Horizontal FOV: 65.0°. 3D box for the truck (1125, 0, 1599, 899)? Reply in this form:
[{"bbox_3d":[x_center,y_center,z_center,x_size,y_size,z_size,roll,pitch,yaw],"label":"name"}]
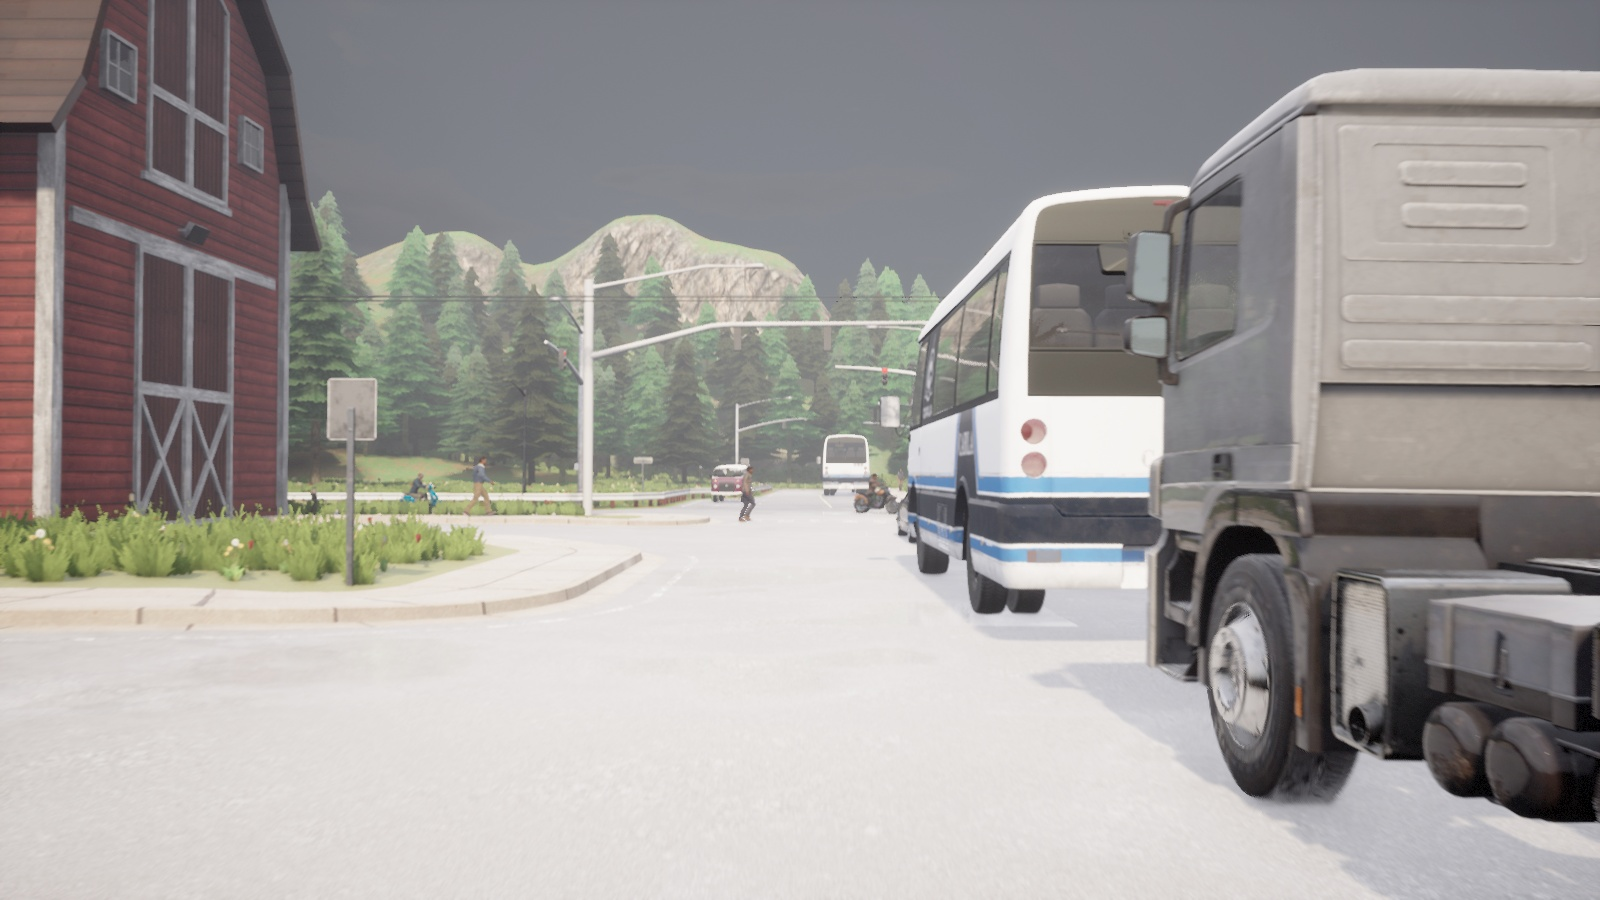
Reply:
[{"bbox_3d":[3.475,-0.128,3.781,2.891,3.462,7.936,0,-1,0],"label":"truck"}]

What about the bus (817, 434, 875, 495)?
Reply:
[{"bbox_3d":[3.284,1.099,91.797,3.944,4.253,10.273,0,-1,1],"label":"bus"}]

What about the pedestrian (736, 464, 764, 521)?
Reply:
[{"bbox_3d":[-1.612,1.362,40.223,0.869,1.805,0.328,0,-1,-6],"label":"pedestrian"}]

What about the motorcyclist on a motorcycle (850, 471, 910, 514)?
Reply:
[{"bbox_3d":[3.134,1.667,49.414,2.350,1.649,0.766,-1,-2,42],"label":"motorcyclist on a motorcycle"}]

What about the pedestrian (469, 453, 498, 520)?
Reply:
[{"bbox_3d":[-9.296,1.075,36.850,0.788,1.949,0.423,0,-1,-18],"label":"pedestrian"}]

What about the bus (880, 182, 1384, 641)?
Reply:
[{"bbox_3d":[3.413,-0.269,16.813,3.944,4.253,10.273,0,-1,0],"label":"bus"}]

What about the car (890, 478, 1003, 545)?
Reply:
[{"bbox_3d":[3.365,1.391,29.876,2.033,1.411,5.357,0,-1,0],"label":"car"}]

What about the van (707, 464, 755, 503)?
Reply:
[{"bbox_3d":[-3.737,1.818,68.971,2.069,2.038,4.480,-1,-1,4],"label":"van"}]

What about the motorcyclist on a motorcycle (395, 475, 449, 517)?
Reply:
[{"bbox_3d":[-14.375,1.741,47.771,1.817,1.590,0.866,0,-1,1],"label":"motorcyclist on a motorcycle"}]
